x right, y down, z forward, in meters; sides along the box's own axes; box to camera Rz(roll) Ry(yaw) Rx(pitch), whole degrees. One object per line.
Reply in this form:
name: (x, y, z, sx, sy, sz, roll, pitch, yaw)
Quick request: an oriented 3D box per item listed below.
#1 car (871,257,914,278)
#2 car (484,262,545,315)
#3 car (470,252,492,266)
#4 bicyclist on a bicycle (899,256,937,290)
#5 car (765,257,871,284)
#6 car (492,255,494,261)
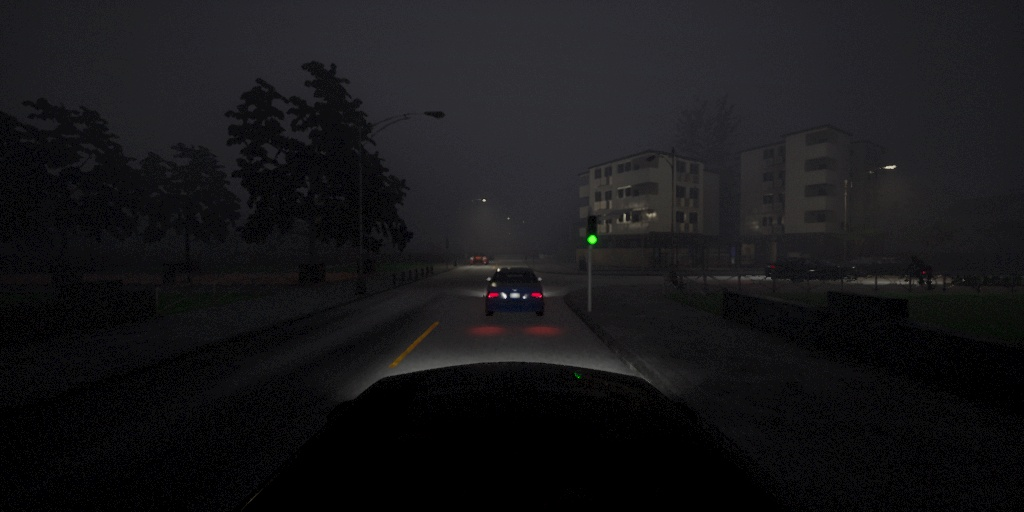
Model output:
car: (26.180, 0.797, 26.107, 4.902, 1.511, 2.128, 0, 1, 0)
car: (0.085, 1.101, 12.469, 2.033, 1.411, 5.357, 0, 1, 0)
car: (-4.108, 0.304, 45.548, 2.097, 1.767, 4.553, 0, 1, 0)
bicyclist on a bicycle: (20.019, 0.808, 17.710, 0.582, 1.620, 1.656, 0, 1, 0)
car: (18.272, 0.873, 21.955, 4.902, 1.511, 2.128, 0, 1, 1)
car: (-4.061, 0.190, 62.520, 2.033, 1.411, 5.357, 0, 1, 1)
